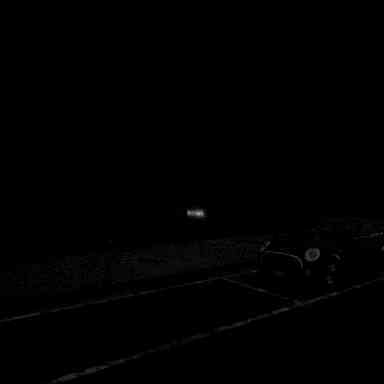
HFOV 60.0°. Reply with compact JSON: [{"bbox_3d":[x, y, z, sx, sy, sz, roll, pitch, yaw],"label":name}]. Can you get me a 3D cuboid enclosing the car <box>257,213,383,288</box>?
[{"bbox_3d":[3.693,1.439,9.158,4.097,1.590,1.967,0,0,-35],"label":"car"}]
